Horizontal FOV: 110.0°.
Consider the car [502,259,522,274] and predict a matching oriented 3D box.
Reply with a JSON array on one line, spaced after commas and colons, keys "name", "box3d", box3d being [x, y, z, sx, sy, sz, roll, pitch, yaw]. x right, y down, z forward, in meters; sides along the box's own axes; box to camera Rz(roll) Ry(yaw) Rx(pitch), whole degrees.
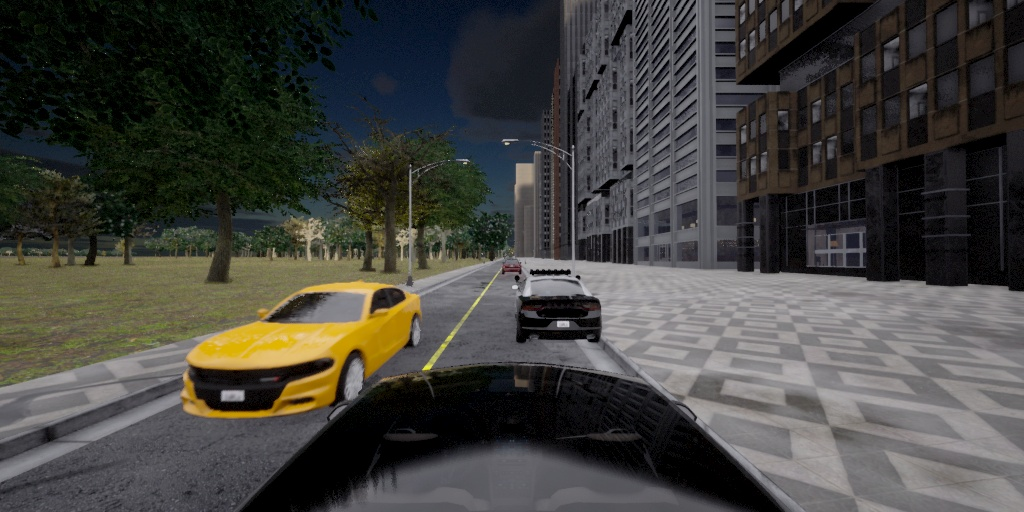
[{"name": "car", "box3d": [-0.011, 1.063, 39.635, 2.097, 1.767, 4.553, 0, 0, 0]}]

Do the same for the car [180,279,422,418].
[{"name": "car", "box3d": [-3.010, 1.228, 6.354, 1.882, 1.535, 5.008, 0, 0, 0]}]

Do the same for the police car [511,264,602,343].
[{"name": "police car", "box3d": [1.032, 1.174, 9.848, 1.930, 1.638, 5.238, 0, 0, 0]}]
